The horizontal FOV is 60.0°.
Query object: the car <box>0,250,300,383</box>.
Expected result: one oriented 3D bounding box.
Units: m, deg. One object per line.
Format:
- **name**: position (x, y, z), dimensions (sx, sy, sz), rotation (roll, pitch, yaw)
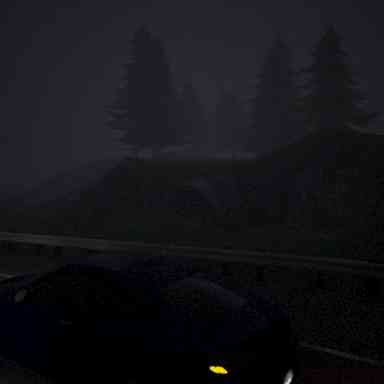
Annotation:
- **car**: position (-1.052, 1.515, 4.296), dimensions (4.674, 1.442, 1.812), rotation (0, 0, 33)
